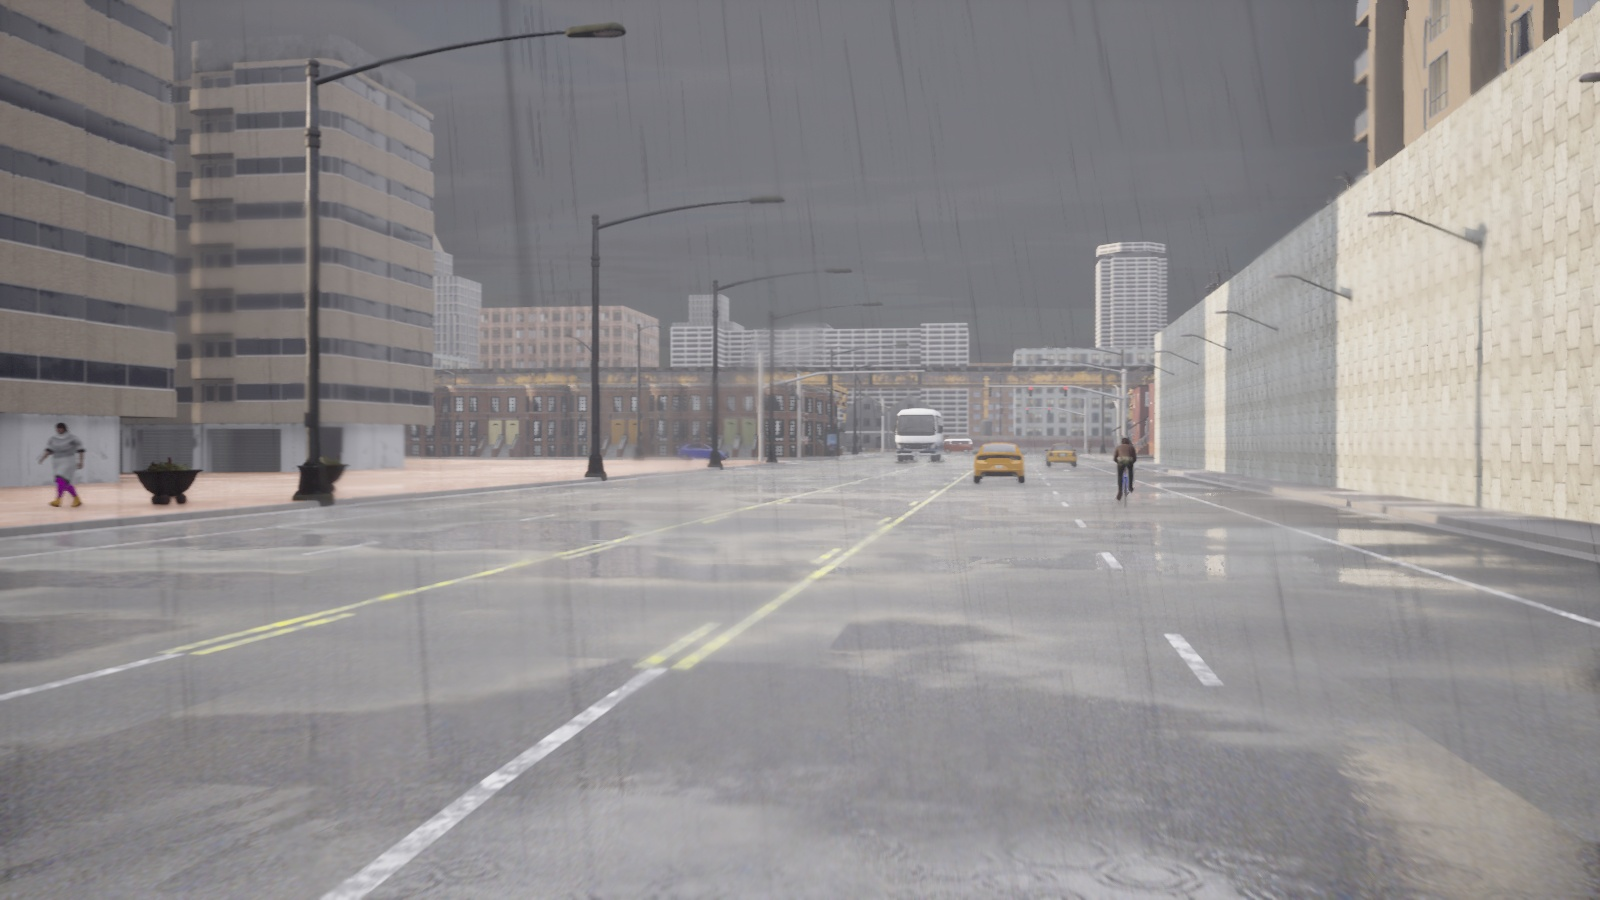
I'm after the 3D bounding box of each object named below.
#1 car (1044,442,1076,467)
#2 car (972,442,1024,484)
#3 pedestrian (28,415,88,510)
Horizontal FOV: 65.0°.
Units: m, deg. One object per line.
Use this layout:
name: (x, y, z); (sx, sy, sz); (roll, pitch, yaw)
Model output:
car: (16.492, 0.259, 79.717); (1.801, 1.575, 5.366); (0, 0, 10)
car: (7.690, 0.460, 48.669); (1.882, 1.535, 5.008); (0, 0, 10)
pedestrian: (-15.551, 0.256, 26.339); (0.659, 1.952, 0.873); (0, 0, 11)
